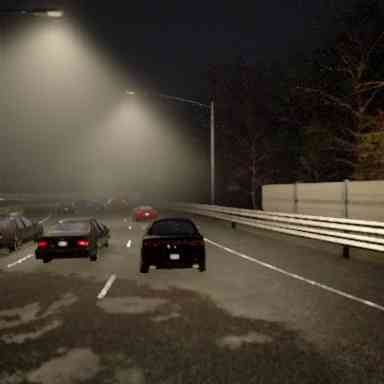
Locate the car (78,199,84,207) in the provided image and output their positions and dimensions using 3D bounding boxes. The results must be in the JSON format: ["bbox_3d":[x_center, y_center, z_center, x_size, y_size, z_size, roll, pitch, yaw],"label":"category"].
[{"bbox_3d":[-21.884,2.155,66.337,1.882,1.535,5.008,0,-1,-36],"label":"car"}]

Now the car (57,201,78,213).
[{"bbox_3d":[-15.596,1.994,41.173,1.994,1.385,4.181,0,-1,-22],"label":"car"}]

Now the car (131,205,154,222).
[{"bbox_3d":[-4.328,1.844,29.934,1.994,1.385,4.181,0,-1,-16],"label":"car"}]

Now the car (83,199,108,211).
[{"bbox_3d":[-12.499,1.908,42.868,1.882,1.535,5.008,0,-1,-22],"label":"car"}]

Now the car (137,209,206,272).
[{"bbox_3d":[-0.703,1.580,11.294,1.882,1.535,5.008,0,0,-6],"label":"car"}]

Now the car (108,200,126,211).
[{"bbox_3d":[-10.863,1.943,47.807,1.882,1.535,5.008,0,-1,-24],"label":"car"}]

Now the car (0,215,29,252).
[{"bbox_3d":[-8.083,1.712,14.488,2.033,1.411,5.357,0,-1,-9],"label":"car"}]

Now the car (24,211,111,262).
[{"bbox_3d":[-4.326,1.680,12.811,2.033,1.411,5.357,0,-1,-7],"label":"car"}]
